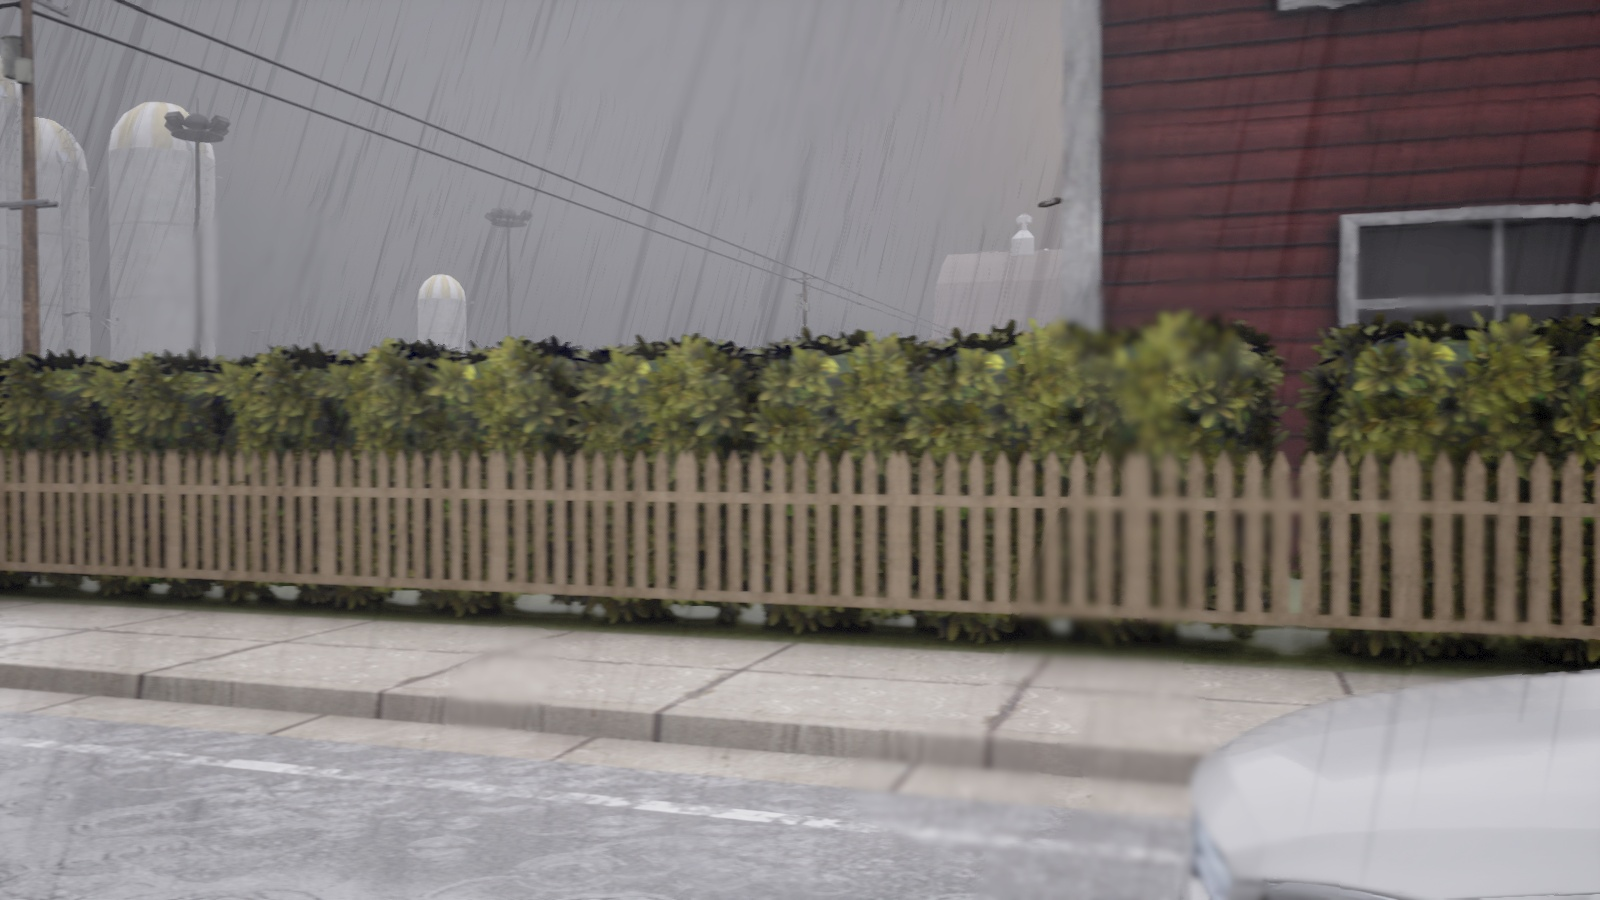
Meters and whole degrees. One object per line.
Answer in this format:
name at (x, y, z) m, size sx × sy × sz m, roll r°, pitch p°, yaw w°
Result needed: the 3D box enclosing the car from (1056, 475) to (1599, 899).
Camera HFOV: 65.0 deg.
car at (2.930, 0.828, 2.208) m, size 4.674 × 1.442 × 1.812 m, roll 1°, pitch 1°, yaw 19°
